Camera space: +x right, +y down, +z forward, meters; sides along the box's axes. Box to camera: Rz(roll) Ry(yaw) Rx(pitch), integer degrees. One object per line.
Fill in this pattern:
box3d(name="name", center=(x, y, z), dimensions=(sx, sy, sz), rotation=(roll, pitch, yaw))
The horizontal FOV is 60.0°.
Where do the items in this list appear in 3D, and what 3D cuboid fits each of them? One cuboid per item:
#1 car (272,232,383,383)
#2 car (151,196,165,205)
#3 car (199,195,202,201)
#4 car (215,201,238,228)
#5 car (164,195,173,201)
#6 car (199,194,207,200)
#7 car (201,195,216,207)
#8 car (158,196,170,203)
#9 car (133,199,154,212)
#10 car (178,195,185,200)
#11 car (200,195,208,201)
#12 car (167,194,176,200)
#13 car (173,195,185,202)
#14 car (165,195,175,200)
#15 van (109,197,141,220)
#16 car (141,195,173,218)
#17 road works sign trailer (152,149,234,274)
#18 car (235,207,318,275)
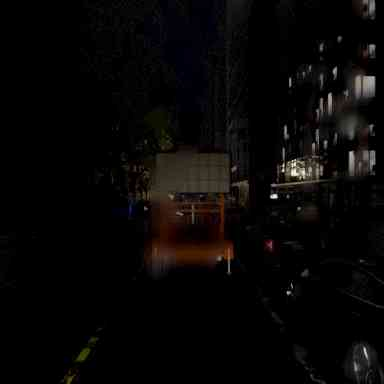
box3d(name="car", center=(2.700, 1.566, 4.783), dimensions=(1.947, 1.339, 4.313), rotation=(0, 0, 0))
box3d(name="car", center=(-5.603, 1.474, 55.948), dimensions=(1.887, 1.381, 4.507), rotation=(0, 0, 0))
box3d(name="car", center=(2.795, 1.444, 67.281), dimensions=(1.887, 1.381, 4.507), rotation=(0, 0, 0))
box3d(name="car", center=(2.726, 1.514, 22.000), dimensions=(1.752, 1.417, 4.829), rotation=(0, 0, 0))
box3d(name="car", center=(-5.569, 1.390, 78.509), dimensions=(1.752, 1.417, 4.829), rotation=(0, 0, 0))
box3d(name="car", center=(2.829, 1.376, 90.007), dimensions=(2.008, 1.369, 4.403), rotation=(0, 0, 0))
box3d(name="car", center=(2.769, 1.524, 50.237), dimensions=(1.802, 1.307, 4.206), rotation=(0, 0, 0))
box3d(name="car", center=(-5.586, 1.450, 67.315), dimensions=(2.008, 1.369, 4.403), rotation=(0, 0, 0))
box3d(name="car", center=(-5.629, 1.546, 38.900), dimensions=(1.802, 1.307, 4.206), rotation=(0, 0, 0))
box3d(name="car", center=(-2.866, 1.432, 90.502), dimensions=(1.895, 1.301, 4.718), rotation=(0, 0, 0))
box3d(name="car", center=(2.812, 1.430, 78.643), dimensions=(1.947, 1.339, 4.313), rotation=(0, 0, 0))
box3d(name="car", center=(-5.552, 1.376, 90.046), dimensions=(2.008, 1.369, 4.403), rotation=(0, 0, 0))
box3d(name="car", center=(-2.897, 1.416, 69.963), dimensions=(1.812, 1.442, 4.674), rotation=(0, 0, 0))
box3d(name="car", center=(-5.560, 1.396, 84.363), dimensions=(2.008, 1.369, 4.403), rotation=(0, 0, 0))
box3d(name="van", center=(-5.645, 1.323, 27.534), dimensions=(1.690, 1.788, 3.998), rotation=(0, 0, 0))
box3d(name="car", center=(-3.057, 1.332, 29.427), dimensions=(2.097, 1.767, 4.553), rotation=(0, 0, 0))
box3d(name="road works sign trailer", center=(0.031, 0.462, 10.526), dimensions=(2.380, 3.560, 2.880), rotation=(0, 0, 1))
box3d(name="car", center=(2.709, 1.438, 10.464), dimensions=(1.967, 1.590, 4.097), rotation=(0, 0, 0))
